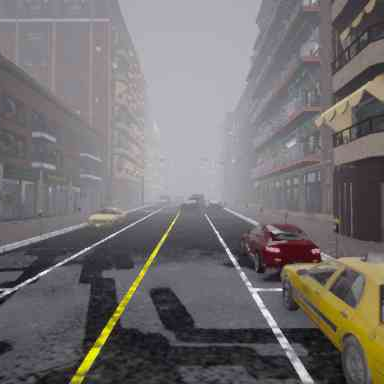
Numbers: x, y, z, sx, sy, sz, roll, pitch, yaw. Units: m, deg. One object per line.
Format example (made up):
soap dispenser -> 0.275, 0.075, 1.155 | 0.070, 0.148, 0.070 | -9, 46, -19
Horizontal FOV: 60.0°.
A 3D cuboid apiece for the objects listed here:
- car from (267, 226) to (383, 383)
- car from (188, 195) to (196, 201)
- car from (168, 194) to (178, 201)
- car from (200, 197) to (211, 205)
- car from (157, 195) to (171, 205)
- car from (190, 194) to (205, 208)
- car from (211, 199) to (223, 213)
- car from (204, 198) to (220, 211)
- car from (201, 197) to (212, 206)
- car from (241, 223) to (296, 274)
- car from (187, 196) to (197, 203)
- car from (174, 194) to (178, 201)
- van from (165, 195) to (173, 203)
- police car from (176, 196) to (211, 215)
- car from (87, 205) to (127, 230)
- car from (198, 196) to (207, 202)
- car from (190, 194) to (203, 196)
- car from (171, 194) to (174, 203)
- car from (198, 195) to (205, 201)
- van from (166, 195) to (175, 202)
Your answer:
car -> 2.586, 1.527, 4.860 | 1.752, 1.417, 4.829 | 2, 0, 0
car -> 0.000, 1.622, 85.258 | 2.128, 1.511, 4.902 | 0, 0, 0
car -> -5.292, 1.581, 93.238 | 2.192, 1.841, 5.009 | 1, 0, 0
car -> 2.583, 1.691, 65.523 | 2.008, 1.369, 4.403 | 1, 0, 0
car -> -5.296, 1.645, 59.884 | 1.752, 1.417, 4.829 | 2, 0, 0
car -> 0.825, 1.288, 50.573 | 2.150, 2.045, 5.566 | 0, 0, 0
car -> 2.584, 1.597, 37.869 | 1.887, 1.381, 4.507 | 1, 0, 0
car -> 2.585, 1.592, 43.571 | 1.752, 1.417, 4.829 | 1, 0, 0
car -> 2.584, 1.665, 59.991 | 1.887, 1.381, 4.507 | 1, 0, 0
car -> 2.584, 1.588, 10.219 | 1.802, 1.307, 4.206 | 1, 0, 0
car -> 0.000, 1.583, 70.253 | 1.994, 1.385, 4.181 | 0, 0, 0
car -> -2.751, 1.663, 75.993 | 1.812, 1.442, 4.674 | 0, 0, 0
van -> -5.291, 1.525, 76.645 | 1.690, 1.788, 3.998 | 2, 0, 0
police car -> 0.272, 1.479, 34.924 | 1.930, 1.638, 5.238 | -1, -1, 15
car -> -5.294, 1.544, 21.177 | 1.752, 1.417, 4.829 | 2, 0, 0
car -> 2.584, 1.754, 82.115 | 1.887, 1.381, 4.507 | 1, 0, 0
car -> 0.689, 1.422, 44.463 | 2.097, 1.767, 4.553 | 0, 0, -3
car -> -5.290, 1.455, 65.587 | 2.192, 1.841, 5.009 | 2, 0, 0
car -> 2.593, 1.706, 93.177 | 1.967, 1.590, 4.097 | 1, 0, 0
van -> -5.292, 1.551, 82.177 | 1.690, 1.788, 3.998 | 1, 0, 0
